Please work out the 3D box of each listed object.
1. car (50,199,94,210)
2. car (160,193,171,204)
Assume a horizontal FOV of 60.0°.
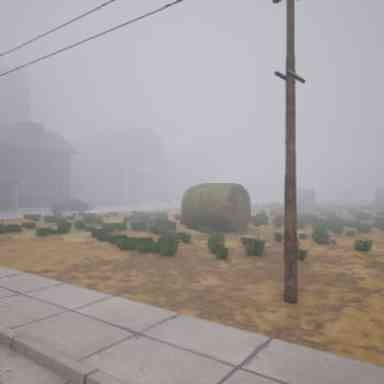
[{"bbox_3d":[-12.965,1.497,36.250,1.837,1.490,4.892,0,0,35],"label":"car"},{"bbox_3d":[-4.846,1.142,61.635,1.905,1.878,3.866,6,1,-8],"label":"car"}]
